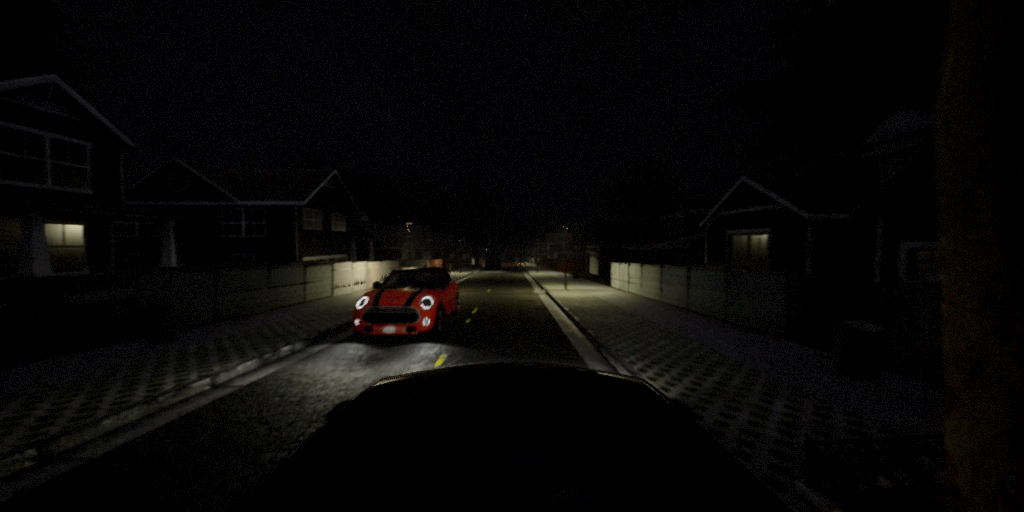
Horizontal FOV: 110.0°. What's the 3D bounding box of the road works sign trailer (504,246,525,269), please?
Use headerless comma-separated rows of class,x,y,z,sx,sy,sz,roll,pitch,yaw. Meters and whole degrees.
road works sign trailer,0.378,0.342,60.570,2.380,3.560,2.880,0,0,-7

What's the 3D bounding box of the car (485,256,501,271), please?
car,-2.793,1.084,53.098,2.150,2.045,5.566,0,0,1

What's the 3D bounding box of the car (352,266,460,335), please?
car,-2.846,1.126,10.576,2.097,1.767,4.553,0,0,0
